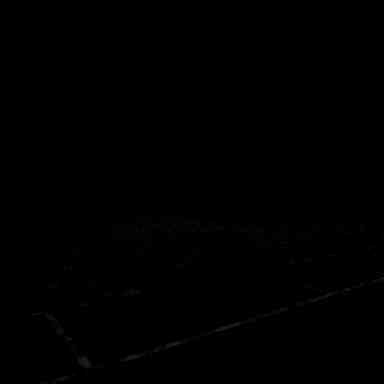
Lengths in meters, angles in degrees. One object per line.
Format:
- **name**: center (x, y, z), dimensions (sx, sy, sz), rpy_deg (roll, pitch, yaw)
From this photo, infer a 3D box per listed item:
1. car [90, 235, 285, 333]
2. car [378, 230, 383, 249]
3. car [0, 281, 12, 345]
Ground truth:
- **car**: center (0.120, 1.580, 6.736), dimensions (4.206, 1.307, 1.802), rpy_deg (0, 0, -36)
- **car**: center (9.003, 1.575, 13.077), dimensions (4.206, 1.307, 1.802), rpy_deg (0, 0, -36)
- **car**: center (-4.322, 1.582, 3.565), dimensions (4.206, 1.307, 1.802), rpy_deg (0, 0, -36)
